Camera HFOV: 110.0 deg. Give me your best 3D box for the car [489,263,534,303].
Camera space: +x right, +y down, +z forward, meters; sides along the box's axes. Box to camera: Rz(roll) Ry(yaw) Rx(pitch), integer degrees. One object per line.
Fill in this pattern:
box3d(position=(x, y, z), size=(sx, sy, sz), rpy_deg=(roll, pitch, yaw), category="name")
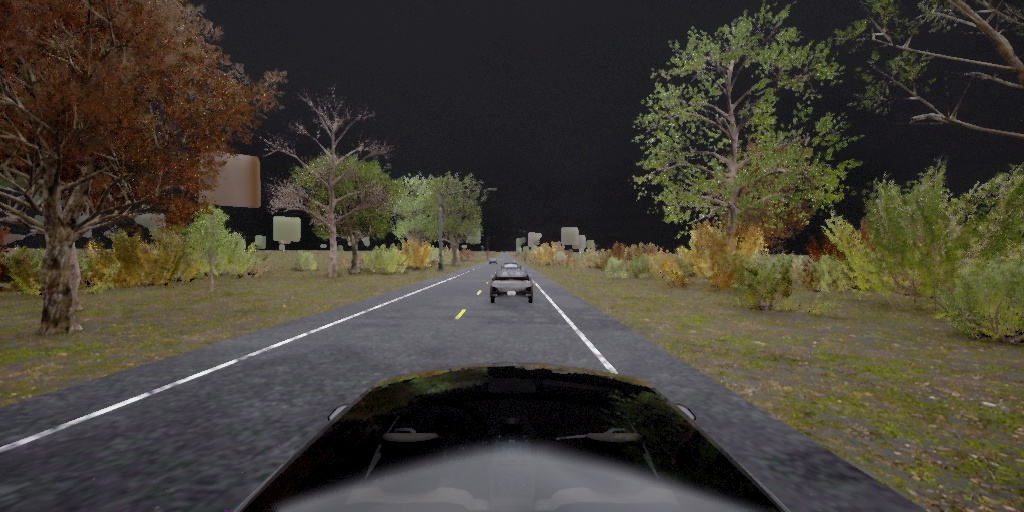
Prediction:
box3d(position=(-0.023, 1.240, 16.509), size=(2.128, 1.511, 4.902), rpy_deg=(0, 0, 0), category="car")
